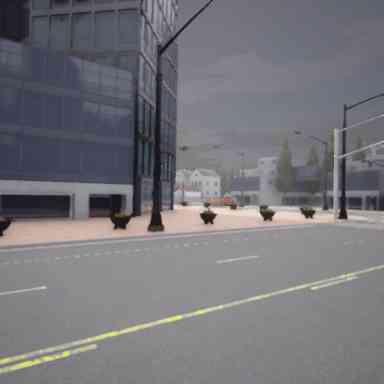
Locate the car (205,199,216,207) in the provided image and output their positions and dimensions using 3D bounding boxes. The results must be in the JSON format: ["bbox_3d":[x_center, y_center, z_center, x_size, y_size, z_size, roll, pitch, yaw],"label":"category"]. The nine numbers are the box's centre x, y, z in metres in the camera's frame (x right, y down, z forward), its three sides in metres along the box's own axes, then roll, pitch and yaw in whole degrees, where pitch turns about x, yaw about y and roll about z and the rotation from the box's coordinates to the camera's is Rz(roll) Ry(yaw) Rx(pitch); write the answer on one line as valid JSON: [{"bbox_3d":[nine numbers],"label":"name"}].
[{"bbox_3d":[3.982,2.035,64.196,1.882,1.535,5.008,1,-1,-24],"label":"car"}]

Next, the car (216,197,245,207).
[{"bbox_3d":[6.479,1.465,53.430,2.097,1.767,4.553,2,-1,-35],"label":"car"}]
